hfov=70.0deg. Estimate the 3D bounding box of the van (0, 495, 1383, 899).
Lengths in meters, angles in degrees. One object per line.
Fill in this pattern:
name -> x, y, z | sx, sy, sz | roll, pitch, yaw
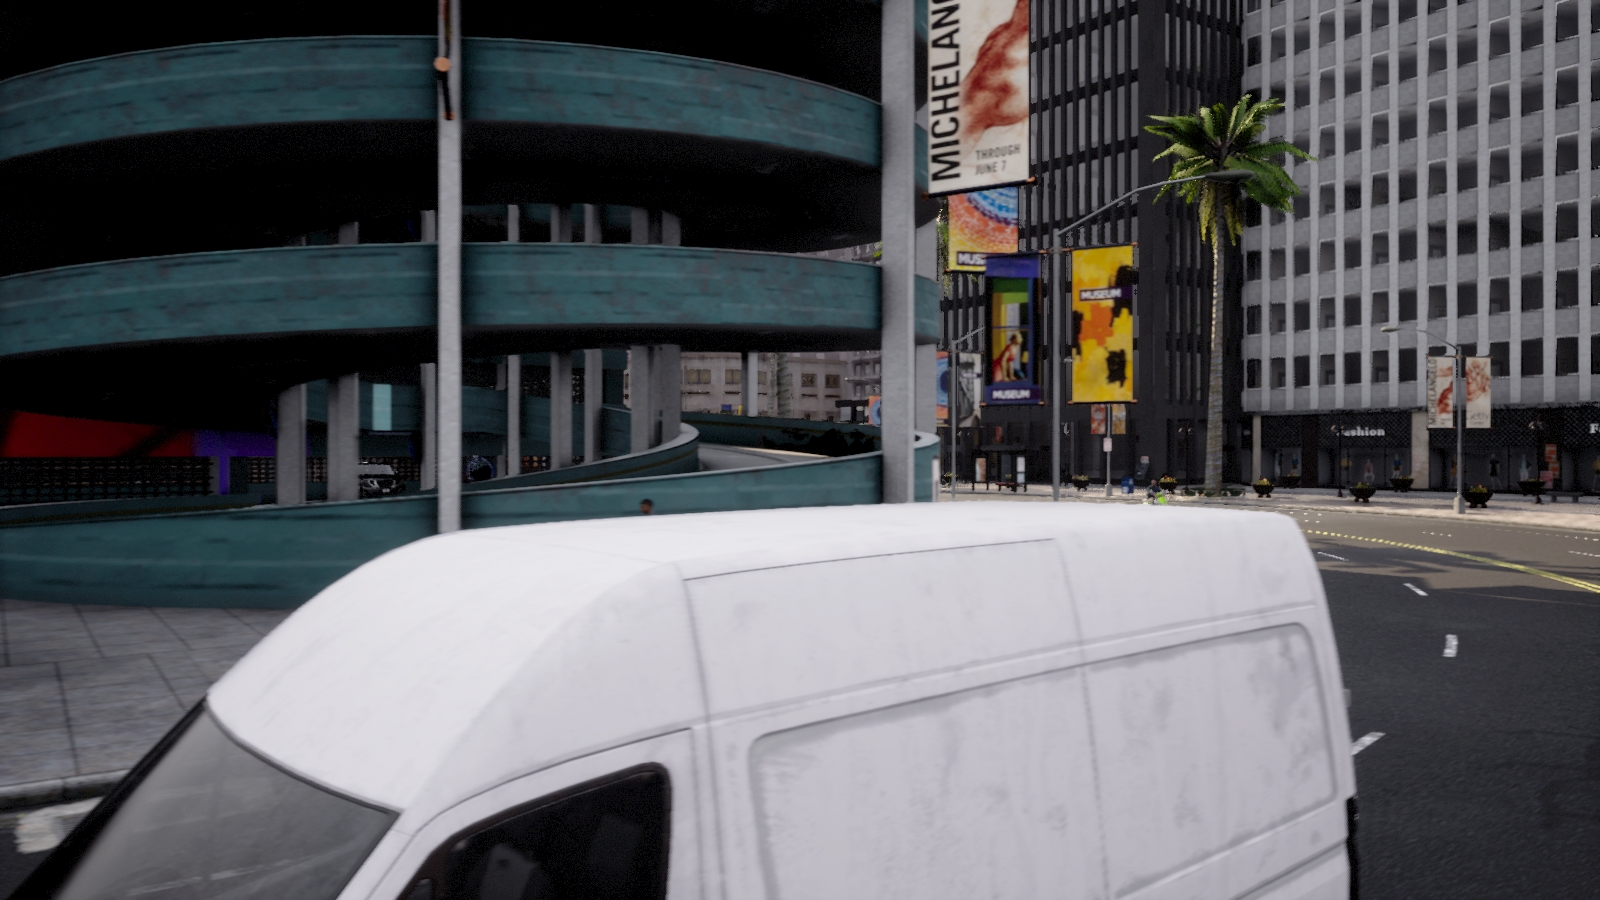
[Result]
van -> -0.369, 1.534, 3.847 | 5.915, 2.561, 1.988 | 0, 0, -40
